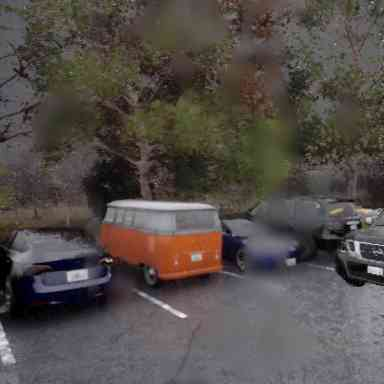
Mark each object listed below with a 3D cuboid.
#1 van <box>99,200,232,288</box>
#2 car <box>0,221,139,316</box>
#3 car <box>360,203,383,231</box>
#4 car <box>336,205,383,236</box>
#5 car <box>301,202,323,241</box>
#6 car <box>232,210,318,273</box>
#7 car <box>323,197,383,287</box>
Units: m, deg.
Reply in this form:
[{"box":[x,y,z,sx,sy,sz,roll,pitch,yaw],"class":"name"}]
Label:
[{"box":[-1.145,1.239,9.389,1.878,1.987,4.442,0,0,-36],"class":"van"},{"box":[-3.349,1.502,7.708,2.163,1.488,4.792,0,0,-36],"class":"car"},{"box":[12.566,1.487,19.001,2.163,1.488,4.792,0,0,-36],"class":"car"},{"box":[10.296,1.498,17.413,2.002,1.452,4.674,0,0,-36],"class":"car"},{"box":[8.148,1.456,15.654,1.946,1.575,5.366,0,0,-36],"class":"car"},{"box":[1.295,1.491,10.953,2.163,1.488,4.792,0,0,-36],"class":"car"},{"box":[5.877,1.204,8.189,5.566,2.045,2.150,0,0,-36],"class":"car"}]
